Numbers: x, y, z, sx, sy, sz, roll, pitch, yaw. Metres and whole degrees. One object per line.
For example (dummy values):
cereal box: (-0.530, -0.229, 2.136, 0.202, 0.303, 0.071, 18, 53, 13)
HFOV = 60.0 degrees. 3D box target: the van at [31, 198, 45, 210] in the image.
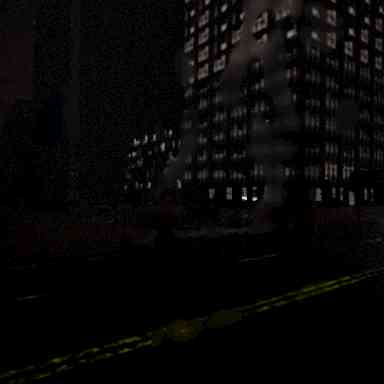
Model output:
van: (-22.740, 1.751, 49.413, 1.690, 1.788, 3.998, 0, -1, -36)

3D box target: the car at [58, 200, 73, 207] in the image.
car: (-25.973, 2.286, 68.013, 1.802, 1.307, 4.206, 0, -1, -36)

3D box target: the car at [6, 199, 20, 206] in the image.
car: (-36.068, 2.212, 67.618, 1.802, 1.307, 4.206, 0, -1, -36)

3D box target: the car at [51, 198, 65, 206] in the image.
car: (-29.306, 2.199, 72.567, 1.967, 1.590, 4.097, 0, -1, -36)

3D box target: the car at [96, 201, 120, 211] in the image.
car: (-12.640, 2.049, 49.803, 1.947, 1.339, 4.313, 0, -1, -36)

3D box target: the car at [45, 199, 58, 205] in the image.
car: (-32.639, 2.380, 77.119, 1.947, 1.339, 4.313, 0, -1, -36)

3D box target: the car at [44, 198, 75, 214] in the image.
car: (-16.075, 1.739, 40.309, 1.967, 1.590, 4.097, 0, -1, -36)

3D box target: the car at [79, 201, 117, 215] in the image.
car: (-10.622, 1.759, 37.265, 1.882, 1.535, 5.008, 1, -1, -36)

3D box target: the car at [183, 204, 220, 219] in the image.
car: (0.795, 1.811, 31.670, 2.008, 1.369, 4.403, 0, -1, -36)

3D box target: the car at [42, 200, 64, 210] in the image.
car: (-22.556, 2.036, 53.729, 2.033, 1.411, 5.357, 1, -1, -36)

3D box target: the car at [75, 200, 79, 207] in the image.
car: (-22.639, 2.215, 63.461, 1.947, 1.339, 4.313, 0, -1, -36)

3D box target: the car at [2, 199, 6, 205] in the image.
car: (-42.733, 2.306, 76.720, 1.947, 1.339, 4.313, 0, -1, -36)

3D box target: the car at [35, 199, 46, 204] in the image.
car: (-39.306, 2.489, 86.225, 1.947, 1.339, 4.313, 0, -1, -36)
